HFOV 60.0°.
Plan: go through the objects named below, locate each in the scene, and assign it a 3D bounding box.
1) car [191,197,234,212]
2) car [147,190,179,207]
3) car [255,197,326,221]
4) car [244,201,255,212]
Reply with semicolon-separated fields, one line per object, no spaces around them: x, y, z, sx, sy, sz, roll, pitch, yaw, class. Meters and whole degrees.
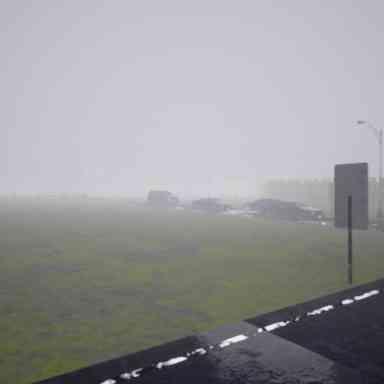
2.061;1.296;35.468;2.033;1.411;5.357;0;1;-36;car
-3.929;0.813;43.867;2.150;2.045;5.566;0;1;-35;car
8.042;1.450;27.105;2.033;1.411;5.357;0;1;-36;car
7.347;1.286;33.150;1.882;1.535;5.008;0;1;-36;car
